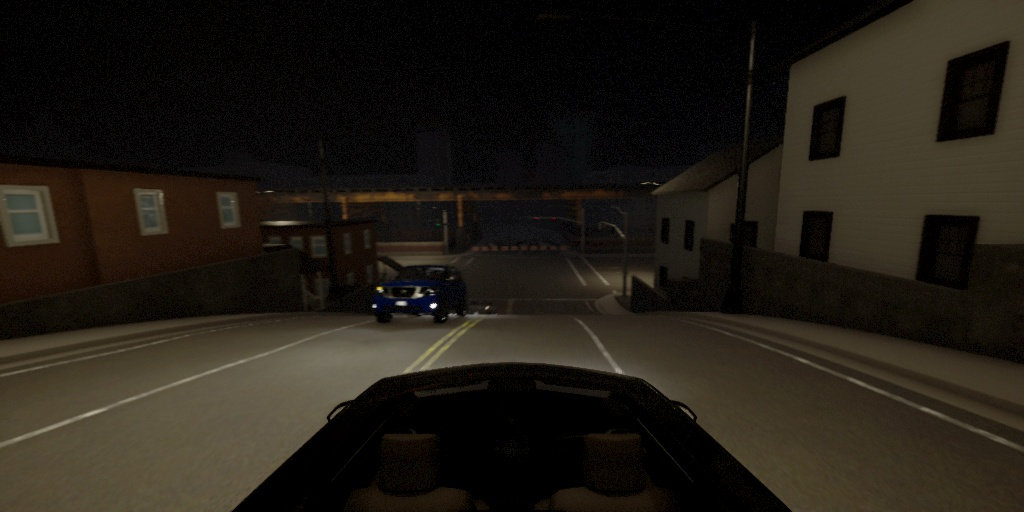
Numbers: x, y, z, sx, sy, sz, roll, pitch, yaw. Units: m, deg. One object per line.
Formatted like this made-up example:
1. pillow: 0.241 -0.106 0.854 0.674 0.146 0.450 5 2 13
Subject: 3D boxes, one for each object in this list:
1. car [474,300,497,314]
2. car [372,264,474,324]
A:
1. car: -2.263 3.880 26.092 1.895 1.301 4.718 -1 -9 3
2. car: -3.094 1.313 13.384 2.150 2.045 5.566 -1 -6 4
